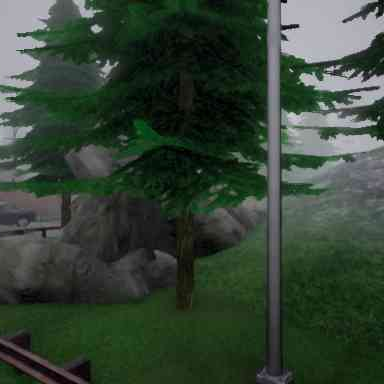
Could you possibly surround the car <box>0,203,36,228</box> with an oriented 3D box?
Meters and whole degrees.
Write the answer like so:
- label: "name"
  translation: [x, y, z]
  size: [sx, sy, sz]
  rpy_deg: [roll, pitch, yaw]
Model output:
- label: "car"
  translation: [-11.857, 1.403, 19.751]
  size: [1.837, 1.490, 4.892]
  rpy_deg: [0, 1, 36]
